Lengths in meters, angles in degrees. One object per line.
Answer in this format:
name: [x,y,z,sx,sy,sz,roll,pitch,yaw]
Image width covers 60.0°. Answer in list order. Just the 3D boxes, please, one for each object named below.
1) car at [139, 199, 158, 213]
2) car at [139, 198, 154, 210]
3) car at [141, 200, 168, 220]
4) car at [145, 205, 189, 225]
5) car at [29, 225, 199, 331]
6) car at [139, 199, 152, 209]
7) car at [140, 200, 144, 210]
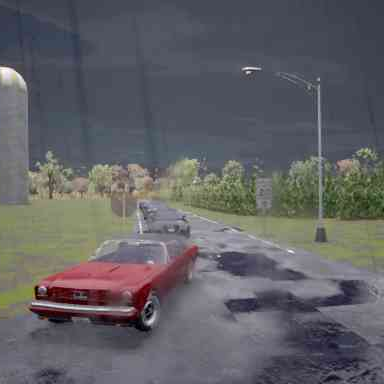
car: [-5.534,1.681,42.085,2.128,1.511,4.902,-1,0,-10]
car: [-6.650,1.694,48.172,1.882,1.535,5.008,-1,0,-10]
car: [-2.259,1.600,23.440,2.128,1.511,4.902,-1,0,-10]
car: [-1.315,1.648,17.793,1.994,1.385,4.181,-1,0,-10]
car: [-1.205,1.653,7.197,1.895,1.301,4.718,0,0,13]
car: [-4.390,1.709,35.731,2.033,1.411,5.357,-1,0,-10]
car: [-3.361,1.700,29.864,1.994,1.385,4.181,-1,0,-10]
